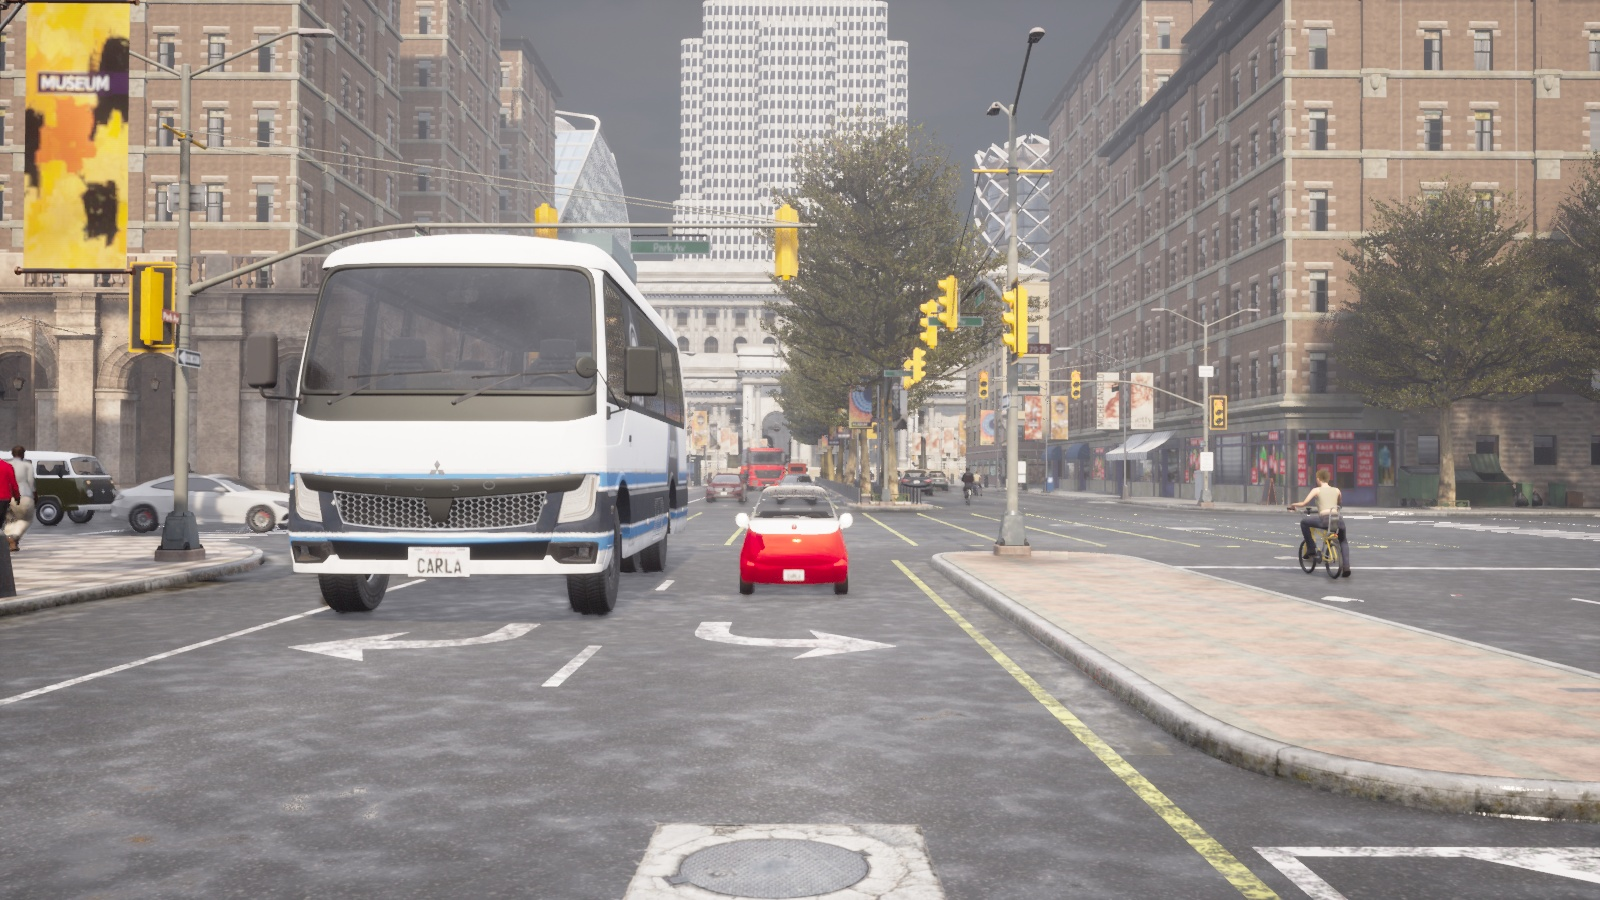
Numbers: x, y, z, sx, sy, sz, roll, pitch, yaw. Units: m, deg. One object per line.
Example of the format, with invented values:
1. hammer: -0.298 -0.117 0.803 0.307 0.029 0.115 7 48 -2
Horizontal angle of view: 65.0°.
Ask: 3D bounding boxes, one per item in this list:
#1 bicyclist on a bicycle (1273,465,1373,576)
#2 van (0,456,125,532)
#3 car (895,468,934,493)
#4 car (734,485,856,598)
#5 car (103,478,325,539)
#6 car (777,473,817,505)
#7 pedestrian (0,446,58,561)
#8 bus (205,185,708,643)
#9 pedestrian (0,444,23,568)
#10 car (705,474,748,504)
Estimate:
1. bicyclist on a bicycle: 7.890 1.039 19.026 0.866 1.612 1.509 0 -1 0
2. van: -21.455 1.205 34.698 4.480 2.038 2.069 0 -1 0
3. car: 7.728 2.050 84.816 2.242 1.667 4.611 0 -1 0
4. car: -0.067 1.144 16.445 1.481 1.376 2.207 0 -2 0
5. car: -14.497 1.422 31.249 4.674 1.442 1.812 0 -1 0
6. car: -0.118 1.860 60.806 1.812 1.442 4.674 0 -1 1
7. pedestrian: -12.953 0.871 20.765 0.874 1.855 0.900 0 -1 -8
8. bus: -3.573 -0.259 16.838 3.944 4.253 10.273 0 -1 0
9. pedestrian: -12.306 0.840 19.067 0.634 1.844 0.899 0 -1 -16
10. car: -3.635 1.906 62.780 1.812 1.442 4.674 0 -1 1
